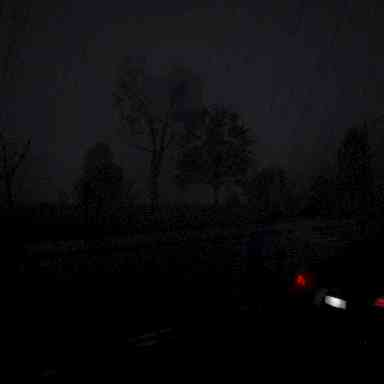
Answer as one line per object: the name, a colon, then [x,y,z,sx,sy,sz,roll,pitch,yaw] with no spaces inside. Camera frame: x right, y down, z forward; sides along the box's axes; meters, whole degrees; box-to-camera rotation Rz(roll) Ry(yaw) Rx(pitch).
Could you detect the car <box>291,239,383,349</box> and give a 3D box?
car: [3.728,1.563,5.943,4.181,1.385,1.994,0,0,-34]
